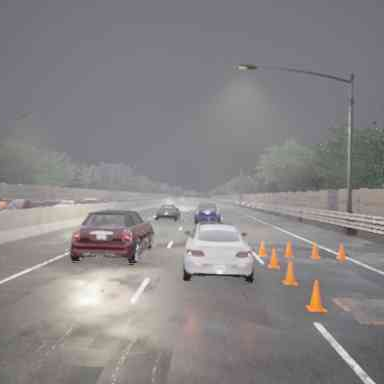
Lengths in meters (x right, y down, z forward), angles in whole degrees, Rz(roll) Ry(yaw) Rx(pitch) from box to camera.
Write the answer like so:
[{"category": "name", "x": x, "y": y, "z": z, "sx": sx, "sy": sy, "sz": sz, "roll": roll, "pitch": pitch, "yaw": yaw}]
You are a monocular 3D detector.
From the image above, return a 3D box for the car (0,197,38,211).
[{"category": "car", "x": -16.325, "y": 1.475, "z": 31.573, "sx": 1.812, "sy": 1.442, "sz": 4.674, "roll": 1, "pitch": -1, "yaw": 2}]

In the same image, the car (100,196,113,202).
[{"category": "car", "x": -18.509, "y": 1.745, "z": 72.043, "sx": 1.837, "sy": 1.490, "sz": 4.892, "roll": 1, "pitch": -1, "yaw": 2}]

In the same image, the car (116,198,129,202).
[{"category": "car", "x": -15.013, "y": 1.882, "z": 71.936, "sx": 1.994, "sy": 1.385, "sz": 4.181, "roll": 1, "pitch": -1, "yaw": 2}]

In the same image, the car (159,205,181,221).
[{"category": "car", "x": -2.147, "y": 1.853, "z": 30.934, "sx": 1.994, "sy": 1.385, "sz": 4.181, "roll": 1, "pitch": -1, "yaw": 2}]

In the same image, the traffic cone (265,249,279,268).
[{"category": "traffic cone", "x": 2.651, "y": 2.132, "z": 10.783, "sx": 0.340, "sy": 0.580, "sz": 0.340, "roll": 1, "pitch": -1, "yaw": 2}]

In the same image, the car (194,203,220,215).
[{"category": "car", "x": 1.271, "y": 1.689, "z": 27.999, "sx": 2.097, "sy": 1.767, "sz": 4.553, "roll": 1, "pitch": -1, "yaw": 2}]

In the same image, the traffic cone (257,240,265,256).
[{"category": "traffic cone", "x": 2.711, "y": 2.156, "z": 12.782, "sx": 0.340, "sy": 0.580, "sz": 0.340, "roll": 1, "pitch": -1, "yaw": 2}]

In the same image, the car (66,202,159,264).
[{"category": "car", "x": -2.703, "y": 1.414, "z": 12.271, "sx": 2.097, "sy": 1.767, "sz": 4.553, "roll": 1, "pitch": -1, "yaw": 2}]

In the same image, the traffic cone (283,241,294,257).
[{"category": "traffic cone", "x": 3.710, "y": 2.180, "z": 12.752, "sx": 0.340, "sy": 0.580, "sz": 0.340, "roll": 1, "pitch": -1, "yaw": 2}]

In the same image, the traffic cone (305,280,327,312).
[{"category": "traffic cone", "x": 2.531, "y": 2.088, "z": 6.785, "sx": 0.340, "sy": 0.580, "sz": 0.340, "roll": 1, "pitch": -1, "yaw": 2}]

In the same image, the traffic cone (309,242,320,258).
[{"category": "traffic cone", "x": 4.709, "y": 2.204, "z": 12.722, "sx": 0.340, "sy": 0.580, "sz": 0.340, "roll": 1, "pitch": -1, "yaw": 2}]

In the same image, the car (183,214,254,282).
[{"category": "car", "x": 0.729, "y": 1.648, "z": 10.118, "sx": 1.812, "sy": 1.442, "sz": 4.674, "roll": 1, "pitch": -1, "yaw": 2}]

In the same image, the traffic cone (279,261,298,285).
[{"category": "traffic cone", "x": 2.591, "y": 2.109, "z": 8.784, "sx": 0.340, "sy": 0.580, "sz": 0.340, "roll": 1, "pitch": -1, "yaw": 2}]

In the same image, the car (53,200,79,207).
[{"category": "car", "x": -12.749, "y": 1.593, "z": 34.051, "sx": 1.812, "sy": 1.442, "sz": 4.674, "roll": 1, "pitch": -1, "yaw": 2}]
